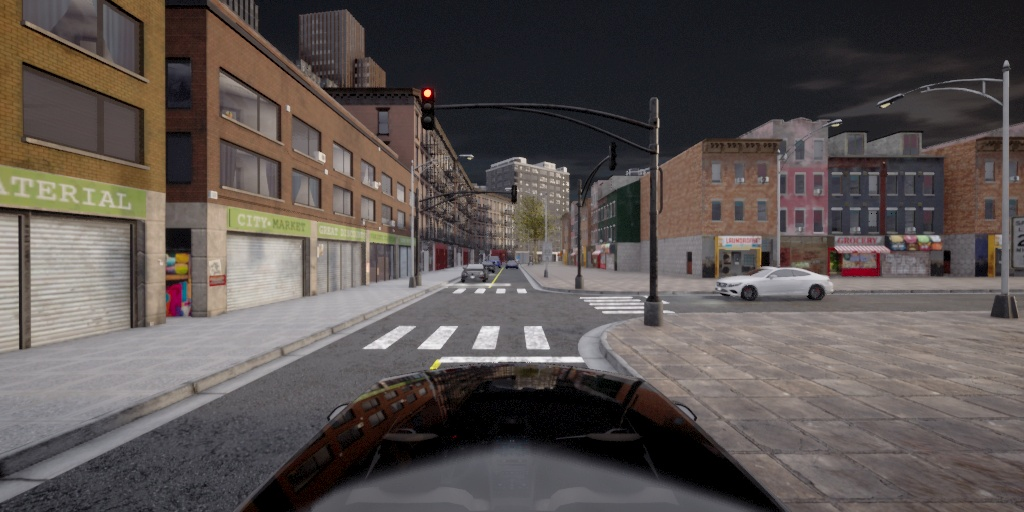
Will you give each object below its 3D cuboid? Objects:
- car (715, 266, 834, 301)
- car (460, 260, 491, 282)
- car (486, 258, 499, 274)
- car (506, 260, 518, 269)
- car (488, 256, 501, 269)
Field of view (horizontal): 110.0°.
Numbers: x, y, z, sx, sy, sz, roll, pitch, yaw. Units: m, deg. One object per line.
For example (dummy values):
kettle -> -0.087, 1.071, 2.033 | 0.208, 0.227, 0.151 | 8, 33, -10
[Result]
car -> 11.752, 1.200, 16.221 | 4.674, 1.442, 1.812 | 0, 0, 1
car -> -2.902, 1.279, 28.688 | 1.812, 1.442, 4.674 | 0, 0, 0
car -> -2.937, 1.311, 42.418 | 2.033, 1.411, 5.357 | 0, 0, 0
car -> -0.025, 1.348, 59.377 | 1.994, 1.385, 4.181 | 0, 0, 0
car -> -2.925, 1.003, 57.005 | 2.150, 2.045, 5.566 | 0, 0, 0
